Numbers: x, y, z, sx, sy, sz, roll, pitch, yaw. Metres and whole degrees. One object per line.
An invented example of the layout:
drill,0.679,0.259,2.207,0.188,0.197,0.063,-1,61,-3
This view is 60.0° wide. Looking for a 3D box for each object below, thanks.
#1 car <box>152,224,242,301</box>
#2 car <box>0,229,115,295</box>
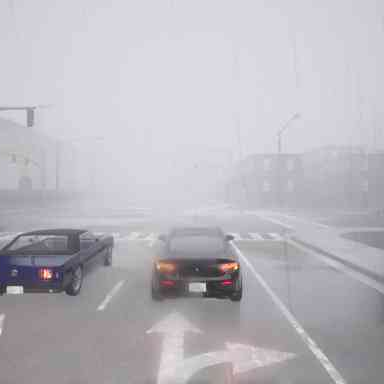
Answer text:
car,0.101,1.526,8.200,1.812,1.442,4.674,0,0,0
car,-3.397,1.601,8.633,1.895,1.301,4.718,0,0,0
